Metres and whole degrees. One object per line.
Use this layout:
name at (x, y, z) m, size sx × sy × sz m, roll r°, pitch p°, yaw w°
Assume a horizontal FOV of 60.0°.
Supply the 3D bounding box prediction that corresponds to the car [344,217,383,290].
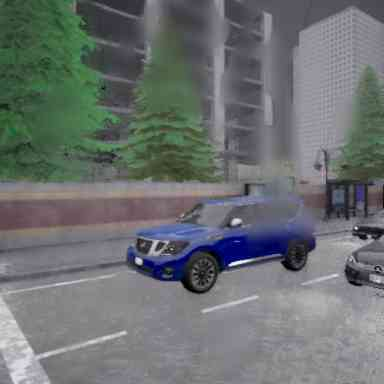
car at (5.583, 1.449, 7.976) m, size 4.674 × 1.442 × 1.812 m, roll -1°, pitch 0°, yaw -35°

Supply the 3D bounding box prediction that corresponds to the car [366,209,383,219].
car at (9.404, 1.403, 15.007) m, size 5.357 × 1.411 × 2.033 m, roll -1°, pitch 0°, yaw -35°

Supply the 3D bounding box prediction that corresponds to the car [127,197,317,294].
car at (1.059, 1.171, 9.050) m, size 5.566 × 2.045 × 2.150 m, roll -1°, pitch 0°, yaw -36°
